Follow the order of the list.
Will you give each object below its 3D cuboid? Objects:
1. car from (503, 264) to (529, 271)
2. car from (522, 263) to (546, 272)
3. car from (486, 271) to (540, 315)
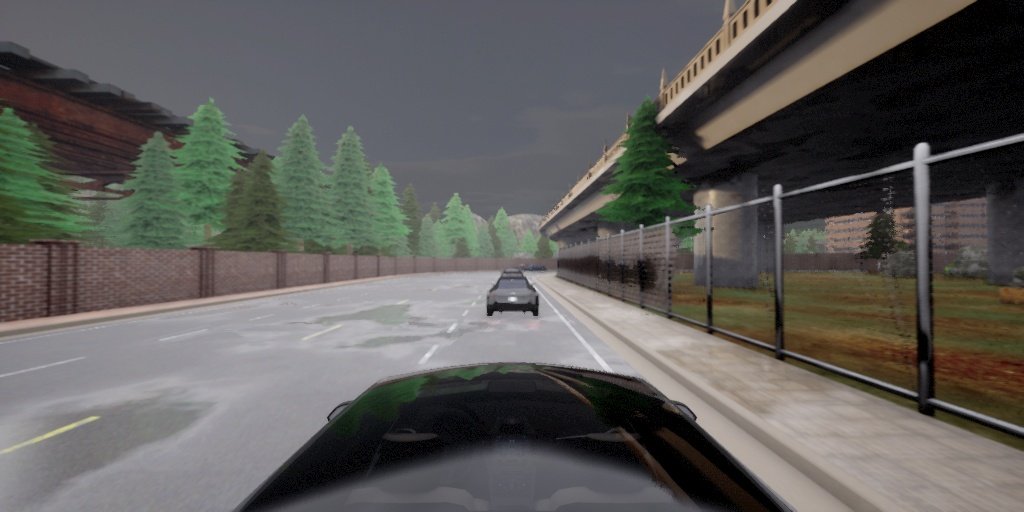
[{"bbox_3d":[0.023,1.625,29.208,2.128,1.511,4.902,0,-1,0],"label":"car"},{"bbox_3d":[3.898,2.184,65.374,5.357,1.411,2.033,1,-1,-43],"label":"car"},{"bbox_3d":[0.039,1.493,14.480,1.994,1.385,4.181,0,-1,0],"label":"car"}]
